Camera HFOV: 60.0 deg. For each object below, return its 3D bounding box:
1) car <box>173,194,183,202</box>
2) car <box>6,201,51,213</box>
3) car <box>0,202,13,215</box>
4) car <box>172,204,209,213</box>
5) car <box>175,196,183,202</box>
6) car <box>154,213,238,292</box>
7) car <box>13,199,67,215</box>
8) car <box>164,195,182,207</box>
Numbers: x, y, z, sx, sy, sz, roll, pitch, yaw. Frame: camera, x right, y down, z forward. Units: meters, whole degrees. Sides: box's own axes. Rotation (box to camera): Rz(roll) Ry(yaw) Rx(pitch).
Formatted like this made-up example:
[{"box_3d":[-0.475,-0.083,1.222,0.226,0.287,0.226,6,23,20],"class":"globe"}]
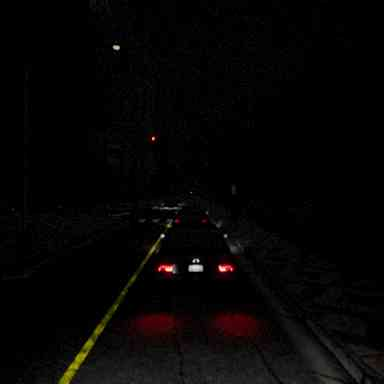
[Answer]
[{"box_3d":[-3.208,1.474,66.532,2.097,1.767,4.553,0,0,0],"class":"car"},{"box_3d":[-19.116,1.711,39.020,4.313,1.339,1.947,0,-1,0],"class":"car"},{"box_3d":[-19.747,1.557,33.157,4.181,1.385,1.994,0,-1,0],"class":"car"},{"box_3d":[-0.019,1.565,18.343,1.994,1.385,4.181,0,0,1],"class":"car"},{"box_3d":[-3.227,1.693,82.387,1.812,1.442,4.674,0,0,0],"class":"car"},{"box_3d":[0.063,1.547,9.038,2.033,1.411,5.357,0,0,0],"class":"car"},{"box_3d":[-13.627,1.361,30.525,4.097,1.590,1.967,0,-1,-1],"class":"car"},{"box_3d":[-3.197,1.613,51.462,2.033,1.411,5.357,0,0,3],"class":"car"}]
